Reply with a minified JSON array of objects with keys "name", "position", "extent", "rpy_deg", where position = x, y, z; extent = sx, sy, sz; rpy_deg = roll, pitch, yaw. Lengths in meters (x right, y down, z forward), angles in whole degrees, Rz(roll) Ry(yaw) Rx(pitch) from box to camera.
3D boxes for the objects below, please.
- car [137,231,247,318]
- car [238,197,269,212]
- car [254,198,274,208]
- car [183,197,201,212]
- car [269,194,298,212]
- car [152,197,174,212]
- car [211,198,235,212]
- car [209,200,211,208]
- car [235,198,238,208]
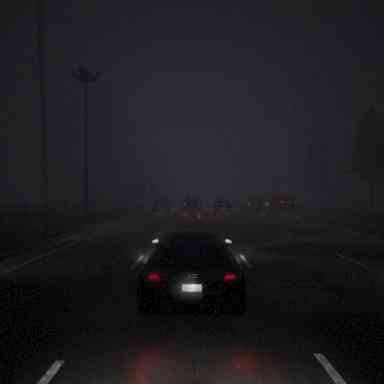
[{"name":"car","position":[-0.002,1.564,7.539],"extent":[1.994,1.385,4.181],"rpy_deg":[0,0,0]},{"name":"car","position":[6.998,1.352,38.421],"extent":[2.097,1.767,4.553],"rpy_deg":[0,0,0]},{"name":"car","position":[10.494,1.601,48.872],"extent":[1.895,1.301,4.718],"rpy_deg":[0,0,0]},{"name":"car","position":[0.001,1.352,38.861],"extent":[2.097,1.767,4.553],"rpy_deg":[0,0,0]},{"name":"car","position":[10.499,1.221,38.371],"extent":[2.150,2.045,5.566],"rpy_deg":[0,0,0]},{"name":"car","position":[-3.499,1.505,38.878],"extent":[1.837,1.490,4.892],"rpy_deg":[0,0,0]},{"name":"car","position":[3.498,1.505,38.623],"extent":[1.837,1.490,4.892],"rpy_deg":[0,0,0]},{"name":"car","position":[3.494,1.601,48.895],"extent":[1.895,1.301,4.718],"rpy_deg":[0,0,0]},{"name":"car","position":[6.990,1.547,48.161],"extent":[2.033,1.411,5.357],"rpy_deg":[0,0,0]}]
